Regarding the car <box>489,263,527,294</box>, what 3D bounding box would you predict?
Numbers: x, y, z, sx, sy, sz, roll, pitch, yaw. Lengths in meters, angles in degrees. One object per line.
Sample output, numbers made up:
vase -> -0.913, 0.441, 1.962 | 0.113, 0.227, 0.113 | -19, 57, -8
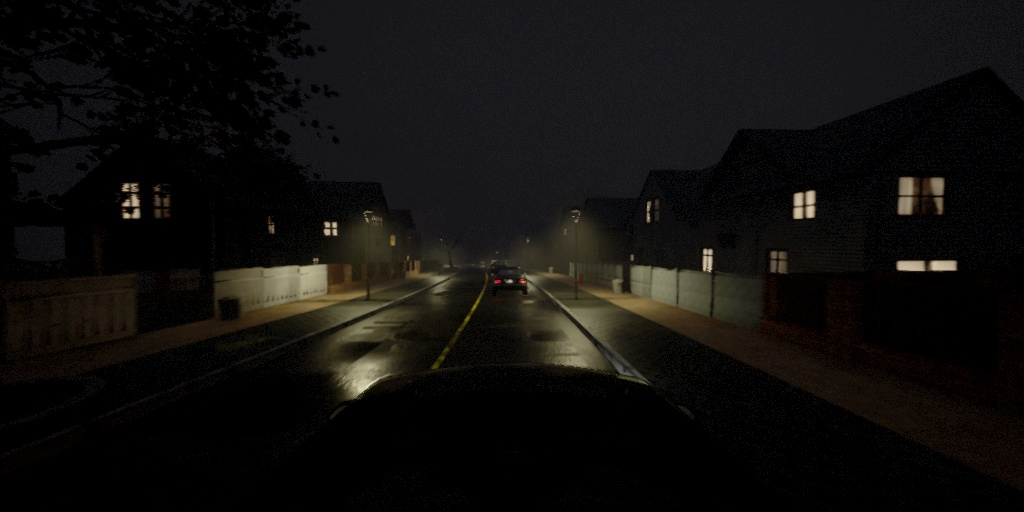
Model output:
car -> -0.174, 1.287, 19.939 | 2.033, 1.411, 5.357 | 0, 0, -2
